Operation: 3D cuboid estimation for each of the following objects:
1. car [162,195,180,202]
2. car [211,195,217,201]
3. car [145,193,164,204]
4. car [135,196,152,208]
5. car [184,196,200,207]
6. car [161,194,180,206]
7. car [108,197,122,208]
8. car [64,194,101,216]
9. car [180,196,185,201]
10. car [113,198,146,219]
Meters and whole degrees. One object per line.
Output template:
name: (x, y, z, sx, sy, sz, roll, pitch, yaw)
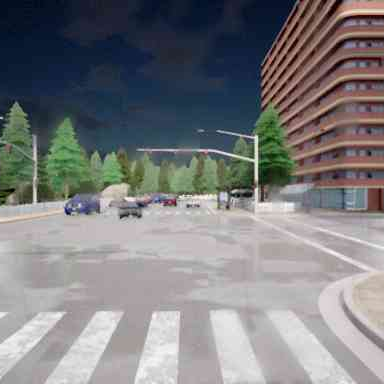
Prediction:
car: (-4.916, 1.421, 77.689, 1.882, 1.535, 5.008, 0, 0, 26)
car: (6.726, 1.483, 82.072, 1.812, 1.442, 4.674, 0, 0, 44)
car: (-6.383, 1.192, 61.641, 2.150, 2.045, 5.566, 0, 0, 9)
car: (-7.020, 1.578, 44.512, 1.895, 1.301, 4.718, 0, 0, 0)
car: (0.168, 1.576, 49.445, 1.895, 1.301, 4.718, 0, 0, 0)
car: (-3.319, 1.451, 52.496, 1.882, 1.535, 5.008, 0, 0, 0)
car: (-10.491, 1.502, 47.281, 1.812, 1.442, 4.674, 0, 0, 1)
car: (-10.555, 1.207, 32.591, 2.150, 2.045, 5.566, 0, 0, 0)
car: (-1.525, 1.537, 76.624, 1.895, 1.301, 4.718, 0, 0, 30)
car: (-5.577, 1.545, 29.096, 2.033, 1.411, 5.357, 0, 0, -15)
